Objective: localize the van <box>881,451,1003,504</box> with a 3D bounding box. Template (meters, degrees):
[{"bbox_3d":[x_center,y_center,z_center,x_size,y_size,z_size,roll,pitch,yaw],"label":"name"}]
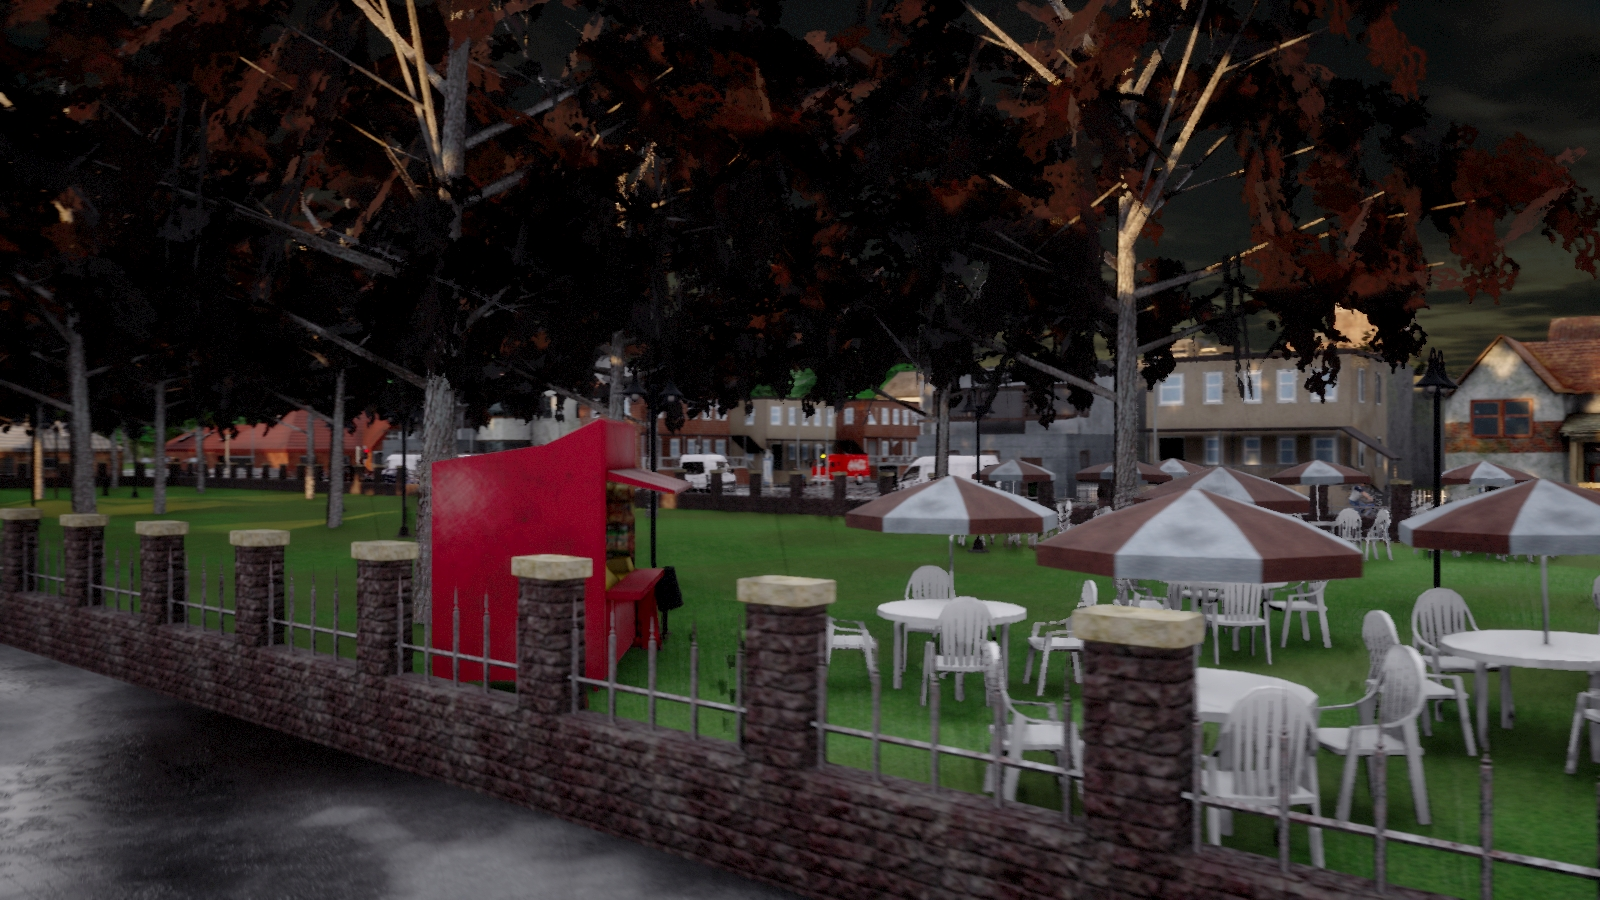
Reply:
[{"bbox_3d":[7.090,1.342,57.391,5.915,2.561,1.988,-1,0,39],"label":"van"}]

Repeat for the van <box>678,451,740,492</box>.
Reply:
[{"bbox_3d":[-5.836,1.350,74.071,1.988,2.561,5.915,-1,-1,17],"label":"van"}]
